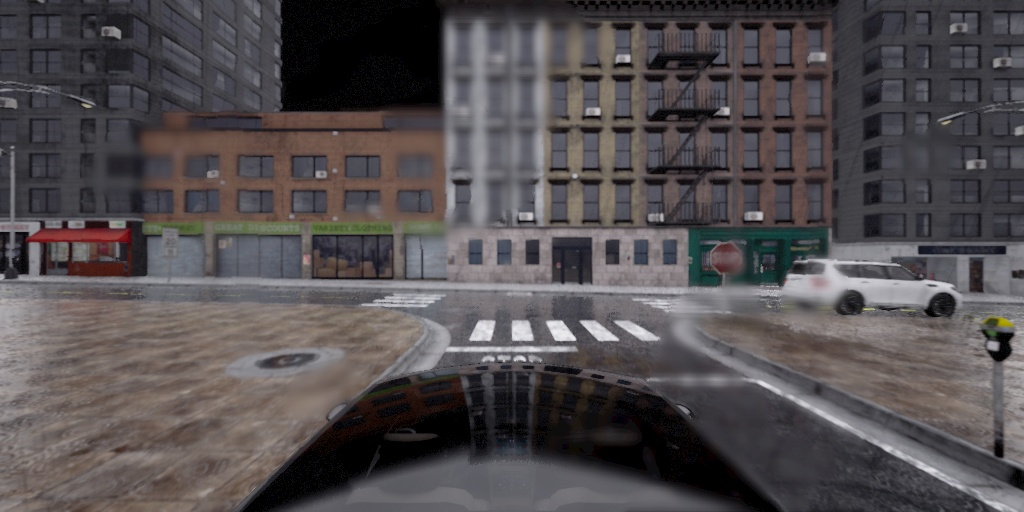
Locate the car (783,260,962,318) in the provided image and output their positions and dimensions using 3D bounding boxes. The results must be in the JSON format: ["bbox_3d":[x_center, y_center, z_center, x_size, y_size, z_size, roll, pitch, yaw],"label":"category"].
[{"bbox_3d":[13.805,1.221,13.986,5.566,2.045,2.150,1,0,0],"label":"car"}]
